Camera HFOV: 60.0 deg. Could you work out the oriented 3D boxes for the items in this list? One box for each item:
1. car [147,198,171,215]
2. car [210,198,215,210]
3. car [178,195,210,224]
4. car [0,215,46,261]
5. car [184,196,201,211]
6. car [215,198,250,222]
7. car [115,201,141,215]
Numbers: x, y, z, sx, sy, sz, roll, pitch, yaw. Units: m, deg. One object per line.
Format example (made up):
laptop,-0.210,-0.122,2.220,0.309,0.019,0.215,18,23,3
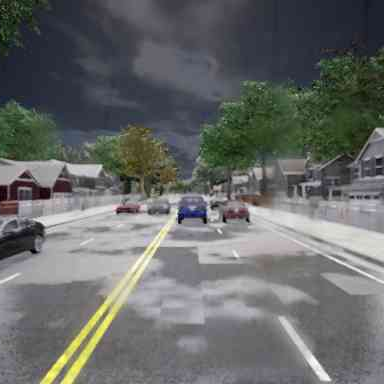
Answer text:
car,-3.293,1.396,34.023,2.097,1.767,4.553,0,0,0
car,3.326,1.533,43.865,1.837,1.490,4.892,0,1,0
car,0.068,1.275,25.845,2.150,2.045,5.566,0,0,1
car,-6.591,1.555,11.017,2.128,1.511,4.902,0,0,0
car,0.070,1.381,42.384,2.097,1.767,4.553,0,0,0
car,3.316,1.402,26.843,2.097,1.767,4.553,0,0,0
car,-6.537,1.647,34.417,1.895,1.301,4.718,0,0,0
